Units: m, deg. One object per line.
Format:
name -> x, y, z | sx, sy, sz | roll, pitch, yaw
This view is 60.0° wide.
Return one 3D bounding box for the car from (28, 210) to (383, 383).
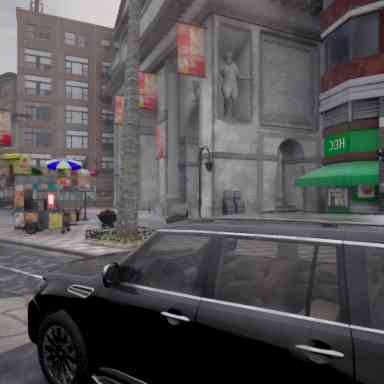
car -> 0.558, 1.221, 3.494 | 5.566, 2.045, 2.150 | 0, 0, 36
